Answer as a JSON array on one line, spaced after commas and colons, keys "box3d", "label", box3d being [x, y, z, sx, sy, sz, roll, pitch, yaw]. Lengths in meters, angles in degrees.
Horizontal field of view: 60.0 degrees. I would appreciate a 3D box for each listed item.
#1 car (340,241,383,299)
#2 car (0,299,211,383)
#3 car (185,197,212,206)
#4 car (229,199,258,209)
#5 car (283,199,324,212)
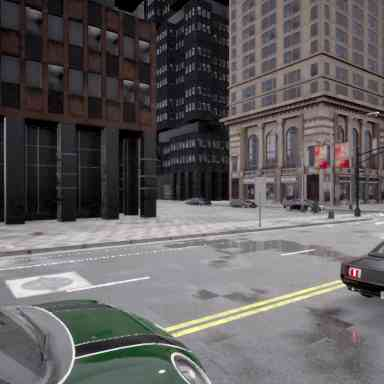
[{"box3d": [5.363, 1.600, 7.265, 4.718, 1.301, 1.895, 0, 0, -35], "label": "car"}, {"box3d": [-1.982, 1.352, 2.025, 4.553, 1.767, 2.097, 0, 0, -35], "label": "car"}, {"box3d": [1.006, 1.596, 54.820, 2.033, 1.411, 5.357, 0, 0, -36], "label": "car"}, {"box3d": [7.069, 1.600, 46.225, 1.994, 1.385, 4.181, 0, 0, -36], "label": "car"}, {"box3d": [12.735, 1.517, 38.223, 2.128, 1.511, 4.902, 0, 0, -35], "label": "car"}]
